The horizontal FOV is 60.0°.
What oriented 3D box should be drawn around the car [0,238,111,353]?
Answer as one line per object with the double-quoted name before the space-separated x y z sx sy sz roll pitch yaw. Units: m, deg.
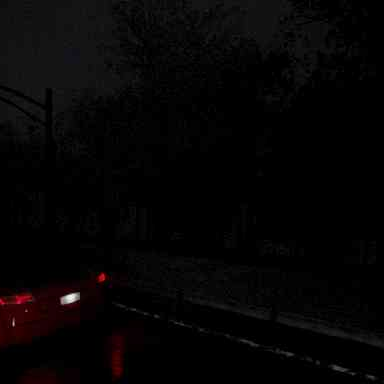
"car" -3.453 1.564 6.142 4.181 1.385 1.994 0 0 35
